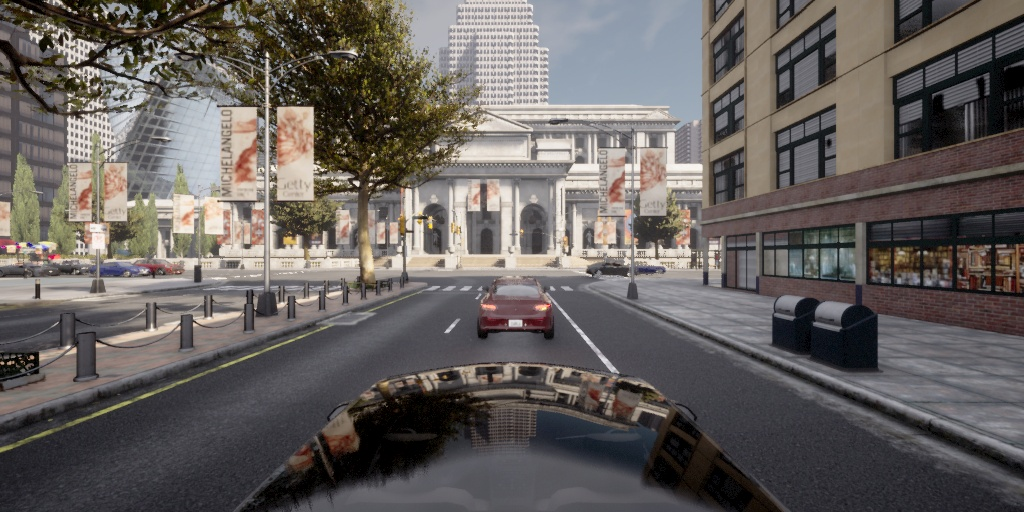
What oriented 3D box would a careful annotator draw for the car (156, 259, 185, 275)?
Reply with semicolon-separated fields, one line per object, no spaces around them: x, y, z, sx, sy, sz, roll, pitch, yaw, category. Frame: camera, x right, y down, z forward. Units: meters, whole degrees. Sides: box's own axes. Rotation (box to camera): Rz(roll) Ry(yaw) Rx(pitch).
-37.295;1.102;37.701;4.553;1.767;2.097;0;0;0;car

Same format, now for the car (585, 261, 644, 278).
9.397;1.254;33.690;4.892;1.490;1.837;0;0;1;car

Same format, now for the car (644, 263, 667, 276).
13.376;1.351;37.143;4.718;1.301;1.895;0;0;1;car

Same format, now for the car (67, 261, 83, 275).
-46.249;1.241;37.743;4.902;1.511;2.128;0;0;0;car

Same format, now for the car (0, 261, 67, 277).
-46.089;1.314;34.235;4.181;1.385;1.994;0;0;-1;car

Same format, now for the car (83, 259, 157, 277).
-37.329;1.276;34.206;4.674;1.442;1.812;0;0;0;car

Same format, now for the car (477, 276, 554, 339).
0.115;1.276;9.996;1.812;1.442;4.674;0;0;1;car
